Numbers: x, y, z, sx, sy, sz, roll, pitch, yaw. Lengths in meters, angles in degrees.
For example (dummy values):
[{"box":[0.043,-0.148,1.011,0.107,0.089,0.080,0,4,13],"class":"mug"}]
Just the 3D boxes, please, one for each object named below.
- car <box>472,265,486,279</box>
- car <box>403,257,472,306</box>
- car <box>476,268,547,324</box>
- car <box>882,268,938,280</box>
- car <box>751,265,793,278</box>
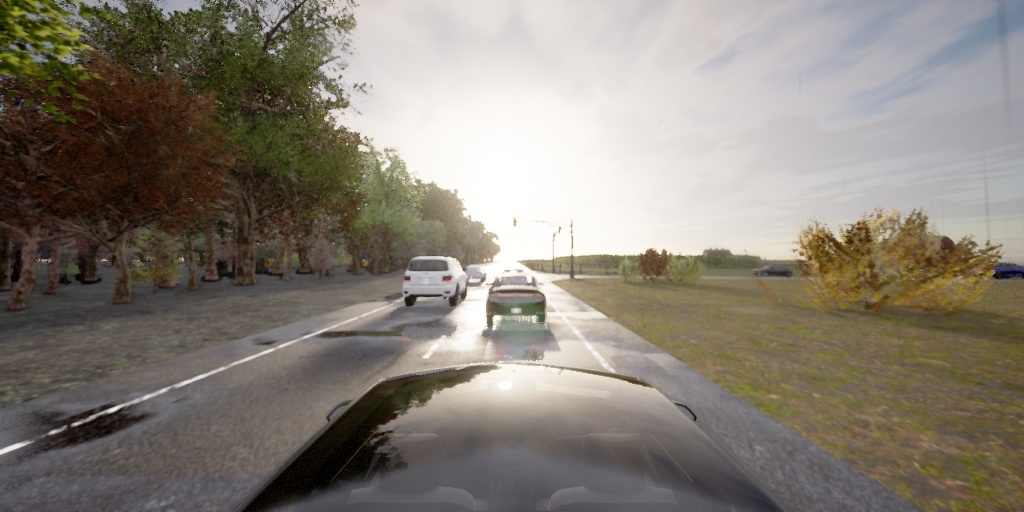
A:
[{"box":[-3.369,1.550,32.139,1.812,1.442,4.674,0,0,0],"class":"car"},{"box":[-3.382,1.101,16.706,2.150,2.045,5.566,0,-1,0],"class":"car"},{"box":[0.112,1.339,12.443,2.128,1.511,4.902,0,-1,0],"class":"car"},{"box":[48.341,2.246,43.238,4.718,1.301,1.895,1,-1,1],"class":"car"},{"box":[33.882,1.930,46.919,4.553,1.767,2.097,1,-1,1],"class":"car"}]
